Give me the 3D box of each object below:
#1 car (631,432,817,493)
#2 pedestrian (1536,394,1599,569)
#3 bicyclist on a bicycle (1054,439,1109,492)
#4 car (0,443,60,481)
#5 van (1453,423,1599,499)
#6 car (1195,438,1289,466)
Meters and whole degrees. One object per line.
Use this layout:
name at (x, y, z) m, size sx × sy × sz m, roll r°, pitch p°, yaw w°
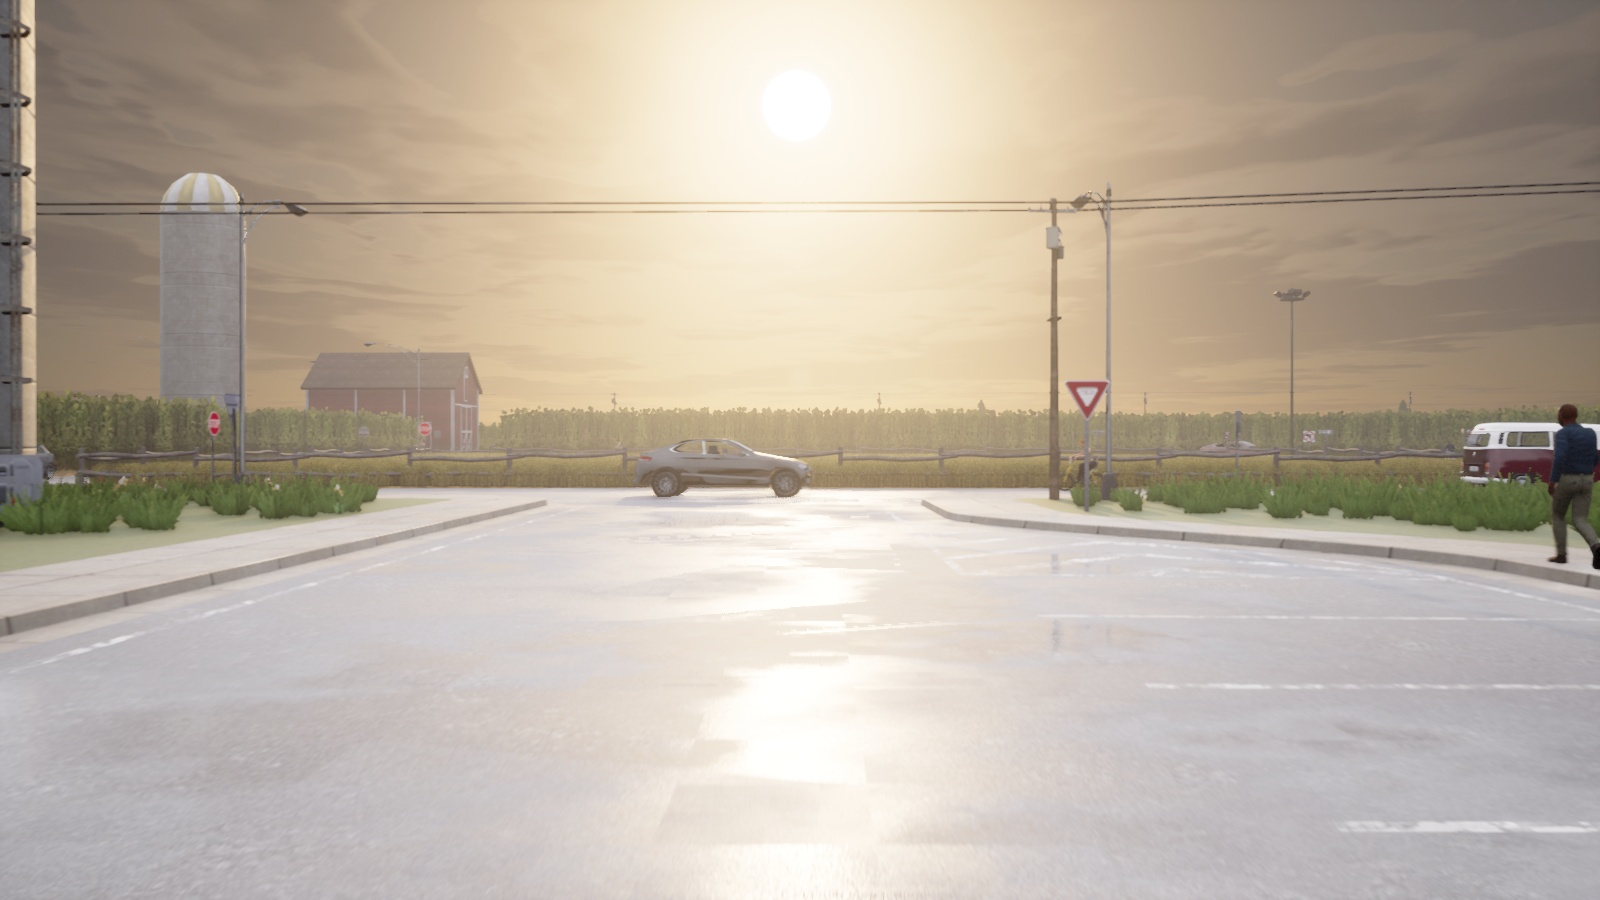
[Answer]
car at (-2.052, 0.325, 35.206) m, size 5.027 × 1.651 × 2.152 m, roll 0°, pitch 0°, yaw 1°
pedestrian at (8.327, 0.332, 13.529) m, size 0.370 × 1.835 × 0.726 m, roll 0°, pitch 0°, yaw 0°
bicyclist on a bicycle at (8.606, 0.473, 38.481) m, size 1.509 × 1.612 × 0.866 m, roll 0°, pitch 0°, yaw 1°
car at (-31.701, 0.451, 50.350) m, size 1.845 × 1.501 × 3.633 m, roll 0°, pitch 0°, yaw 1°
van at (20.871, 0.291, 34.766) m, size 4.480 × 2.038 × 2.069 m, roll 0°, pitch 0°, yaw 1°
car at (27.381, 0.108, 77.850) m, size 5.027 × 1.651 × 2.152 m, roll 0°, pitch 0°, yaw 42°
